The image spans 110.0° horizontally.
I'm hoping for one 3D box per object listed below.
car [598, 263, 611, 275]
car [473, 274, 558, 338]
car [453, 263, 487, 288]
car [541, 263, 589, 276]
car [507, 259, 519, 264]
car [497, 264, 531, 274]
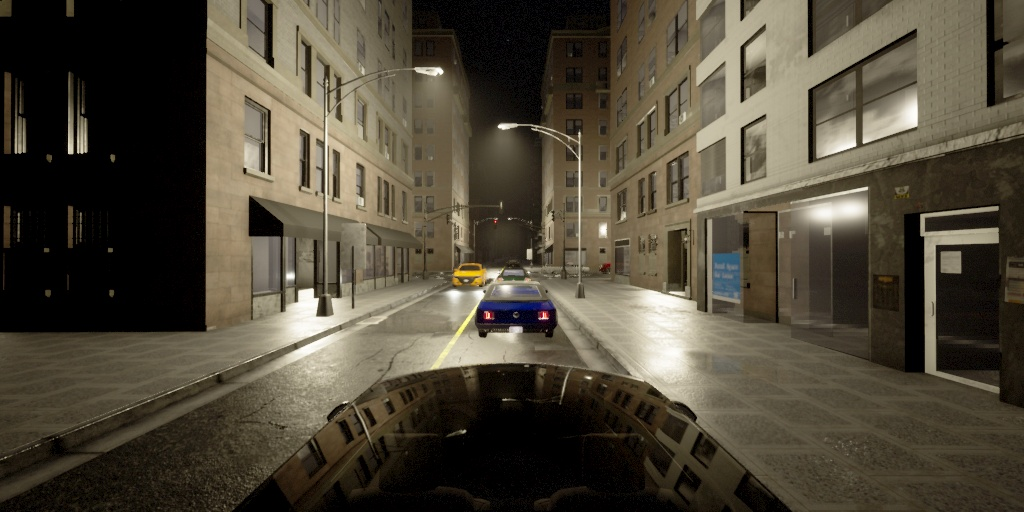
[{"bbox_3d":[12.255,1.103,39.970,5.009,1.841,2.192,0,0,0],"label":"car"},{"bbox_3d":[0.099,1.352,10.184,1.895,1.301,4.718,0,0,0],"label":"car"},{"bbox_3d":[-2.758,1.239,24.112,1.882,1.535,5.008,0,0,0],"label":"car"},{"bbox_3d":[5.435,1.377,37.070,4.718,1.301,1.895,0,0,-6],"label":"car"},{"bbox_3d":[0.131,1.283,56.911,1.882,1.535,5.008,0,0,-1],"label":"car"},{"bbox_3d":[0.092,1.321,20.073,1.994,1.385,4.181,0,0,0],"label":"car"}]
